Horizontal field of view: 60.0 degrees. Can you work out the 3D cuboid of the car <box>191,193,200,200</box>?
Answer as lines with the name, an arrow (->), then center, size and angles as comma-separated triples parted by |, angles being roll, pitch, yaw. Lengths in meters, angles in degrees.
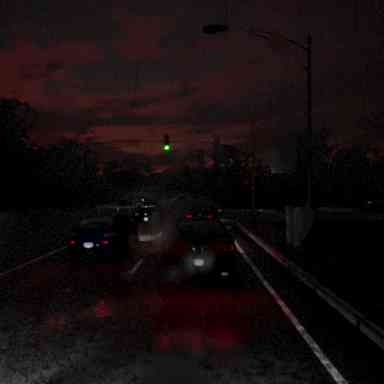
car -> 0.985, 1.138, 82.545 | 2.033, 1.411, 5.357 | 0, 1, 0

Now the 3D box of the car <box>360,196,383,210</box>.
car -> 22.723, 1.272, 39.941 | 4.553, 1.767, 2.097 | 0, 0, -3

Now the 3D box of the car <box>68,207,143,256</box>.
car -> -3.271, 1.512, 12.879 | 1.812, 1.442, 4.674 | 0, 0, 1

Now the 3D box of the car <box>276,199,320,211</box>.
car -> 12.531, 1.520, 39.507 | 4.718, 1.301, 1.895 | 0, 0, -2

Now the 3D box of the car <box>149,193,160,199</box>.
car -> -9.530, 0.975, 85.058 | 2.033, 1.411, 5.357 | 0, 1, 0

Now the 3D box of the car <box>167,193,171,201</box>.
car -> -6.146, 1.326, 71.210 | 1.994, 1.385, 4.181 | 0, 1, 1

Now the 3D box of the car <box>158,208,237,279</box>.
car -> 0.201, 1.471, 10.097 | 1.882, 1.535, 5.008 | 0, 0, 1

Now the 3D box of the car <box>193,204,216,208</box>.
car -> 0.844, 1.510, 22.206 | 2.033, 1.411, 5.357 | 0, 0, 9

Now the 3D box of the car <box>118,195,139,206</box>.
car -> -9.984, 1.362, 51.135 | 1.882, 1.535, 5.008 | 0, 0, 1

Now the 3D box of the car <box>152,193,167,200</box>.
car -> -6.306, 1.379, 61.258 | 1.812, 1.442, 4.674 | 0, 0, 1

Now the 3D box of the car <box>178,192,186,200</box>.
car -> -2.517, 1.114, 82.577 | 1.812, 1.442, 4.674 | 0, 1, 0

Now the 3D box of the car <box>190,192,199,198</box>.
car -> 0.723, 0.895, 92.904 | 2.128, 1.511, 4.902 | 0, 1, -4

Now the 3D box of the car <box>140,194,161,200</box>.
car -> -6.463, 1.446, 52.503 | 1.994, 1.385, 4.181 | 0, 0, 1

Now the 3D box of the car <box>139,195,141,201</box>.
car -> -9.814, 1.347, 60.679 | 2.128, 1.511, 4.902 | 0, 0, 1

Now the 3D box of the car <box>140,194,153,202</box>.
car -> -9.650, 1.277, 70.867 | 1.837, 1.490, 4.892 | 0, 1, 1

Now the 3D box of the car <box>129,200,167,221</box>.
car -> -3.117, 1.556, 24.957 | 1.895, 1.301, 4.718 | 0, 0, 1

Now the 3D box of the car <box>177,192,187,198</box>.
car -> -2.772, 0.807, 92.705 | 2.128, 1.511, 4.902 | 0, 1, -8
